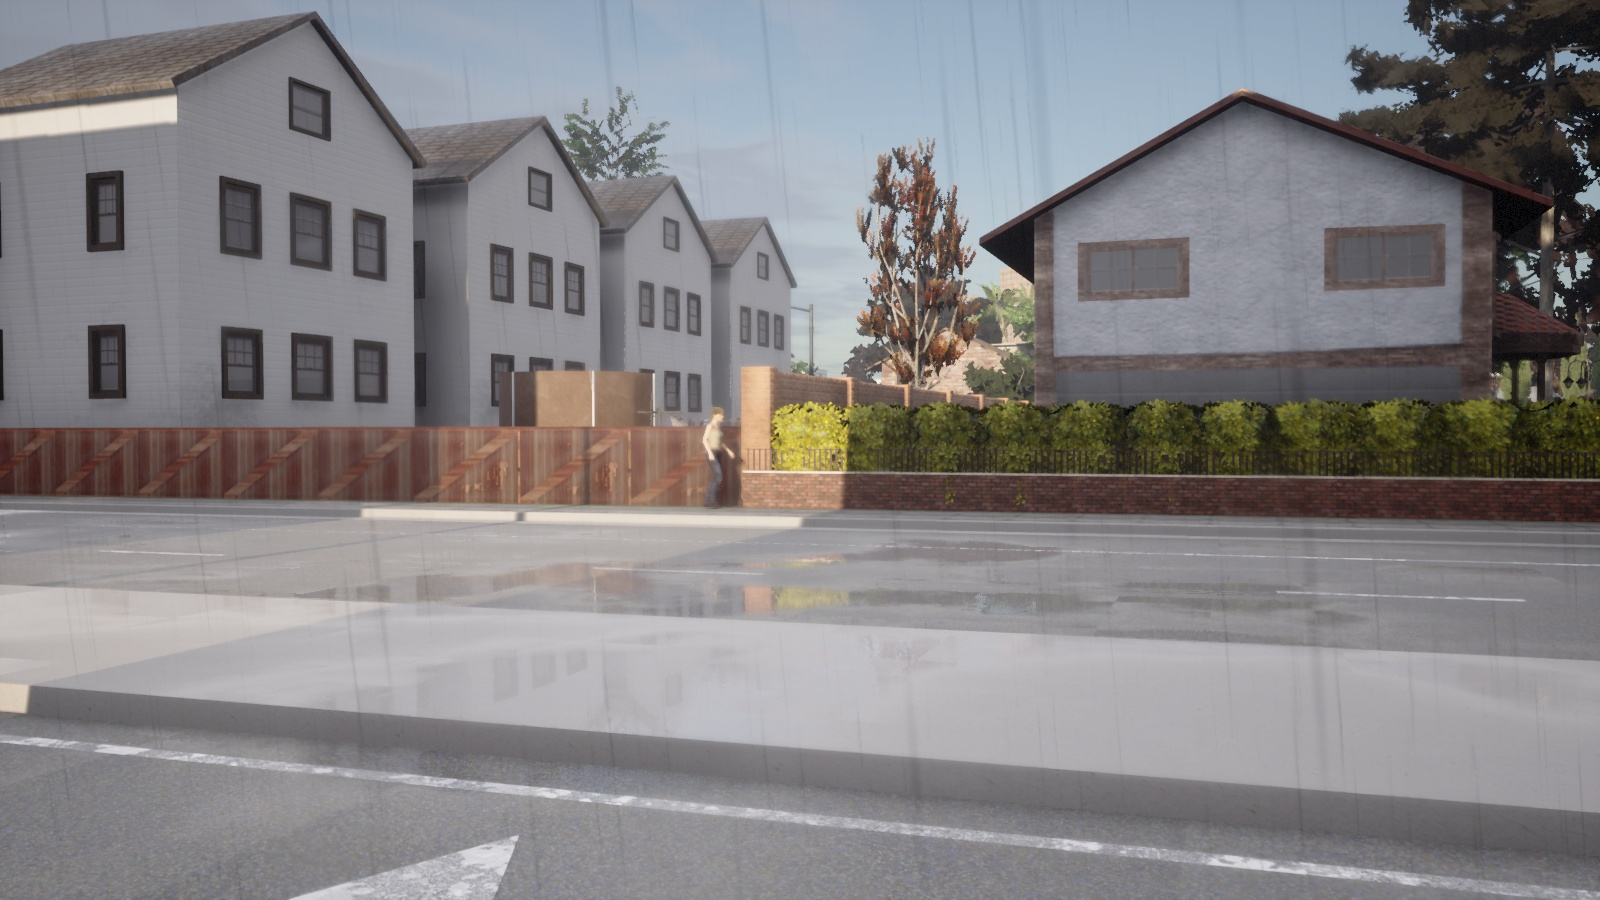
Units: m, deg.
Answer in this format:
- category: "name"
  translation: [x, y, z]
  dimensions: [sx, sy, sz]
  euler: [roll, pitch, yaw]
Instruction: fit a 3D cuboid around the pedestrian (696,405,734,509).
- category: "pedestrian"
  translation: [-1.520, 0.118, 22.439]
  dimensions: [0.594, 1.836, 0.345]
  euler: [1, 1, 20]
